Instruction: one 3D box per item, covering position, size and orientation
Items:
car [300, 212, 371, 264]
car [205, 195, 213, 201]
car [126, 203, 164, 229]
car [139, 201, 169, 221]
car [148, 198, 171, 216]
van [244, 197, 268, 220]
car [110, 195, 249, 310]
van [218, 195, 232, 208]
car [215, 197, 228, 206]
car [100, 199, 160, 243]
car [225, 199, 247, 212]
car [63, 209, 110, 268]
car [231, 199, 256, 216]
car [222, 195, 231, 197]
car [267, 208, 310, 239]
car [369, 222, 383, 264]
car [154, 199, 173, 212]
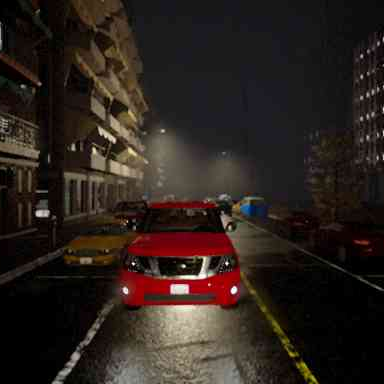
[{"bbox_3d":[5.498,1.584,11.604,1.802,1.307,4.206,0,0,-1],"label":"car"},{"bbox_3d":[4.410,1.600,88.969,1.887,1.381,4.507,0,0,-1],"label":"car"},{"bbox_3d":[-3.036,1.544,22.538,2.008,1.369,4.403,0,0,-1],"label":"car"},{"bbox_3d":[-3.114,1.545,28.064,2.008,1.369,4.403,0,0,-1],"label":"car"},{"bbox_3d":[-3.193,1.436,33.589,1.967,1.590,4.097,0,0,-1],"label":"car"},{"bbox_3d":[5.264,1.343,28.181,1.690,1.788,3.998,0,0,-1],"label":"van"},{"bbox_3d":[-0.234,1.219,8.142,2.150,2.045,5.566,0,0,-1],"label":"car"},{"bbox_3d":[4.952,1.354,50.287,1.690,1.788,3.998,0,0,-1],"label":"van"},{"bbox_3d":[4.874,1.543,55.981,1.752,1.417,4.829,0,0,-1],"label":"car"},{"bbox_3d":[-2.961,1.309,17.011,2.192,1.841,5.009,0,0,-1],"label":"car"},{"bbox_3d":[5.109,1.571,39.234,1.947,1.339,4.313,0,0,-1],"label":"car"},{"bbox_3d":[-2.880,1.520,11.316,1.752,1.417,4.829,0,0,-1],"label":"car"},{"bbox_3d":[5.185,1.528,33.877,1.752,1.417,4.829,0,0,-1],"label":"car"},{"bbox_3d":[5.031,1.449,44.760,1.967,1.590,4.097,0,0,-1],"label":"car"},{"bbox_3d":[5.420,1.583,17.129,1.802,1.307,4.206,0,0,-1],"label":"car"},{"bbox_3d":[5.573,1.529,6.247,1.752,1.417,4.829,0,0,-1],"label":"car"},{"bbox_3d":[-3.270,1.564,39.116,1.947,1.339,4.313,0,0,-1],"label":"car"}]
